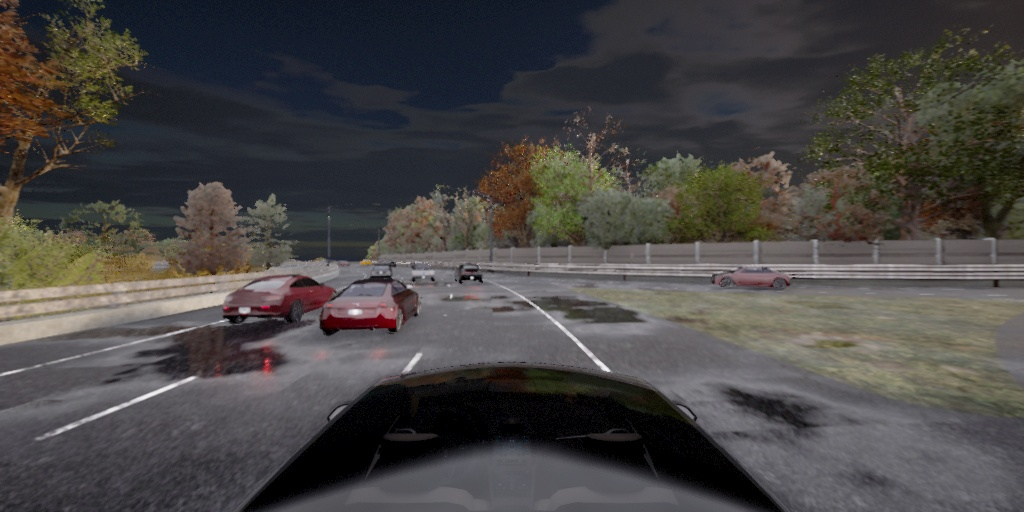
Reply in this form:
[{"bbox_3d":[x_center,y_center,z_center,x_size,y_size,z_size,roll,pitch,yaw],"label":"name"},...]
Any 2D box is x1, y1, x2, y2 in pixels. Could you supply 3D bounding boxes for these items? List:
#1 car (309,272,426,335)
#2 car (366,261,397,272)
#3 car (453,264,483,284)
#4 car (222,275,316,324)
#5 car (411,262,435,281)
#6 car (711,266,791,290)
[{"bbox_3d":[-4.061,1.372,10.906,1.994,1.385,4.181,0,0,-5],"label":"car"},{"bbox_3d":[-11.772,1.481,32.551,2.033,1.411,5.357,0,0,-17],"label":"car"},{"bbox_3d":[-3.574,1.383,29.057,1.837,1.490,4.892,0,0,-15],"label":"car"},{"bbox_3d":[-7.660,1.357,12.289,1.812,1.442,4.674,0,0,-5],"label":"car"},{"bbox_3d":[-8.064,1.515,32.287,1.895,1.301,4.718,0,0,-17],"label":"car"},{"bbox_3d":[14.895,1.322,22.572,4.181,1.385,1.994,0,0,24],"label":"car"}]
